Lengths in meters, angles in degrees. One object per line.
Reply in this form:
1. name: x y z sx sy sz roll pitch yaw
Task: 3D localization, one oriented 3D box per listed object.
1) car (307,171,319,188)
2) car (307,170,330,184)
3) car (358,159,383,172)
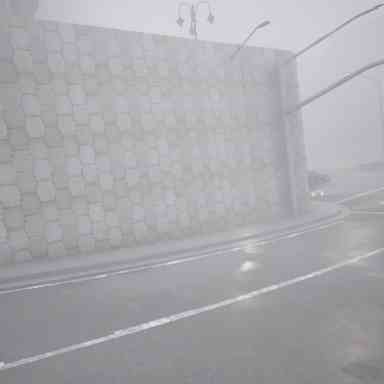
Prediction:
1. car: 8.040 -0.736 29.582 2.033 1.411 5.357 -11 7 -35
2. car: 10.709 -1.341 31.789 1.837 1.490 4.892 -11 6 -34
3. car: 20.638 -2.962 36.063 1.895 1.301 4.718 -11 7 -35
